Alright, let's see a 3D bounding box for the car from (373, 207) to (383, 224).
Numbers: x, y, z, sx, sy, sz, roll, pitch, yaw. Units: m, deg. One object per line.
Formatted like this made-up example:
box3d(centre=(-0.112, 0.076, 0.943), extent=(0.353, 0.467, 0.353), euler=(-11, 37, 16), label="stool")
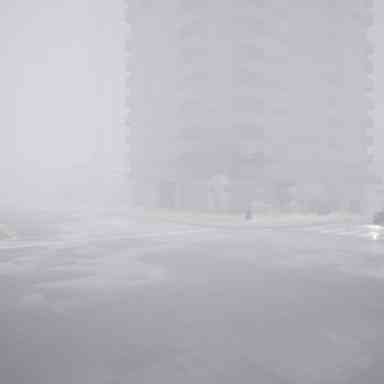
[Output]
box3d(centre=(14.163, 1.502, 22.683), extent=(4.181, 1.385, 1.994), euler=(0, 0, -36), label="car")
